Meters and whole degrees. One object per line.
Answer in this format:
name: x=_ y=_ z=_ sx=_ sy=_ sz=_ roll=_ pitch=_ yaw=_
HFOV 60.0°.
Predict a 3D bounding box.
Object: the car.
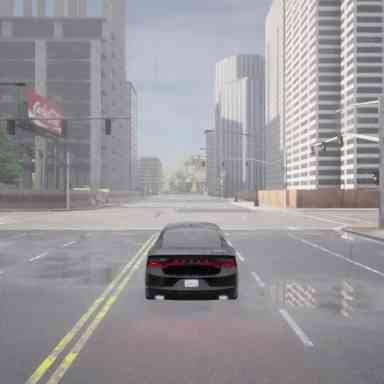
car: x=-0.003 y=1.478 z=8.420 sx=1.882 sy=1.535 sz=5.008 roll=0 pitch=0 yaw=0
